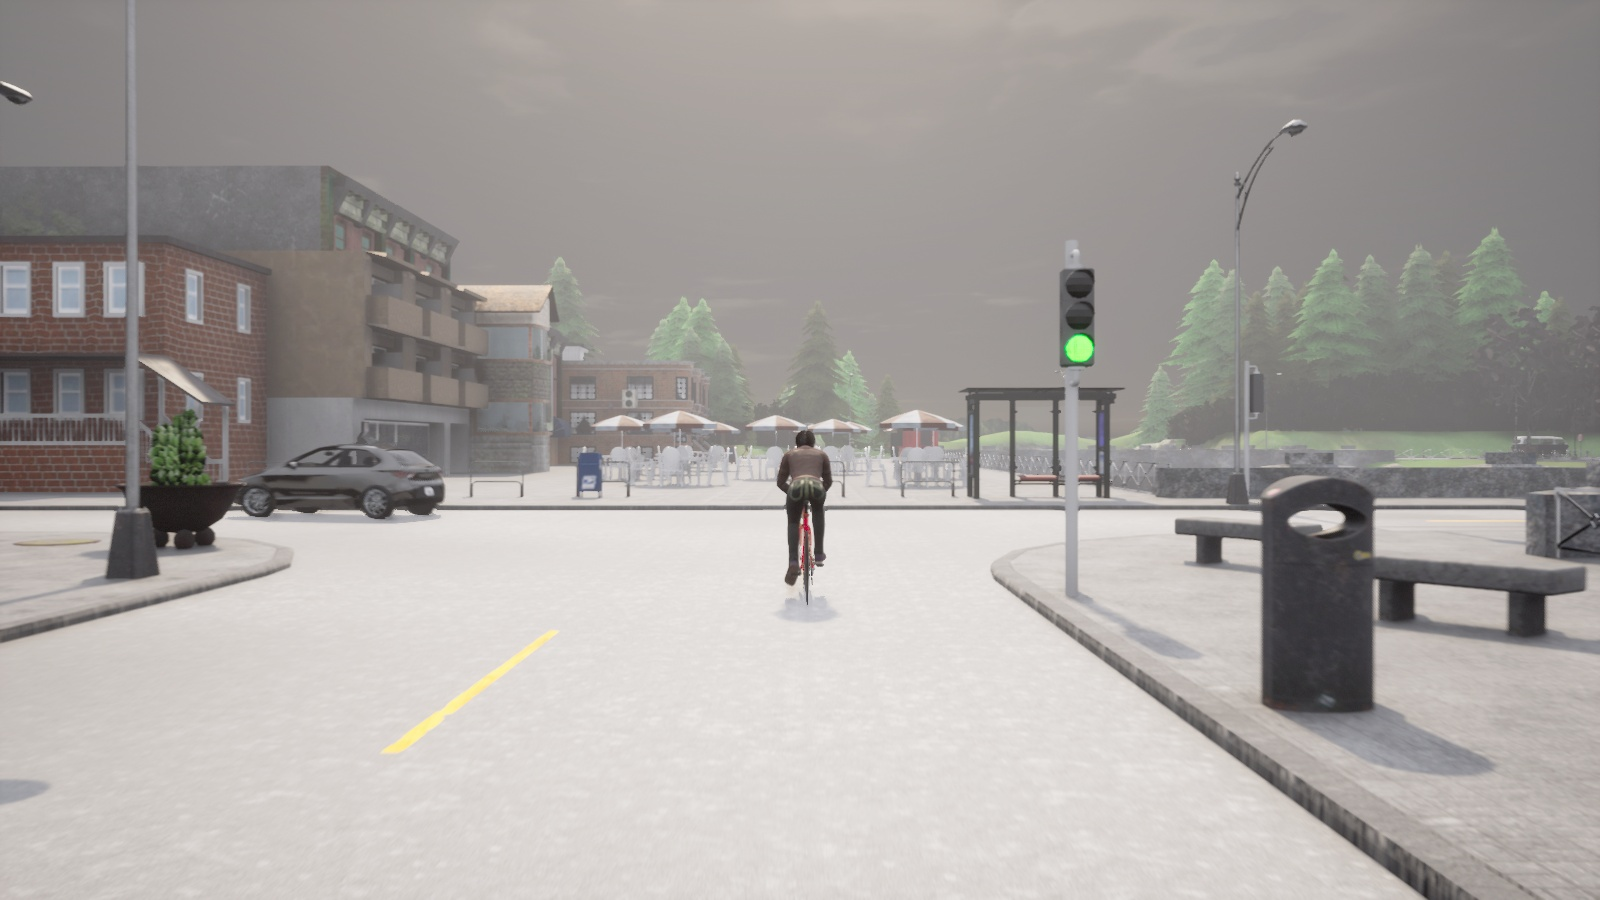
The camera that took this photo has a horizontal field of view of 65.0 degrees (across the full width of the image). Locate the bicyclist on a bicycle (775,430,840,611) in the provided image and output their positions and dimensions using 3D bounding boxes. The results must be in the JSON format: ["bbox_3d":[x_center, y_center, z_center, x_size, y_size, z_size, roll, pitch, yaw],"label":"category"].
[{"bbox_3d":[0.054,0.631,12.089,0.582,1.620,1.656,0,0,-1],"label":"bicyclist on a bicycle"}]

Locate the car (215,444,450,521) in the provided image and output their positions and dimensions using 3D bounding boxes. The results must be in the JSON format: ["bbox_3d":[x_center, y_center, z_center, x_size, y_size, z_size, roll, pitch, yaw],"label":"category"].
[{"bbox_3d":[-9.439,0.609,25.433,4.193,1.474,1.816,0,0,15],"label":"car"}]

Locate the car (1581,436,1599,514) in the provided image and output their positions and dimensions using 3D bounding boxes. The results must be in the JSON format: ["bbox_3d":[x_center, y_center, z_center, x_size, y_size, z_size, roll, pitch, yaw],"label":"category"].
[{"bbox_3d":[18.491,0.515,25.587,3.988,1.617,1.851,0,0,0],"label":"car"}]
